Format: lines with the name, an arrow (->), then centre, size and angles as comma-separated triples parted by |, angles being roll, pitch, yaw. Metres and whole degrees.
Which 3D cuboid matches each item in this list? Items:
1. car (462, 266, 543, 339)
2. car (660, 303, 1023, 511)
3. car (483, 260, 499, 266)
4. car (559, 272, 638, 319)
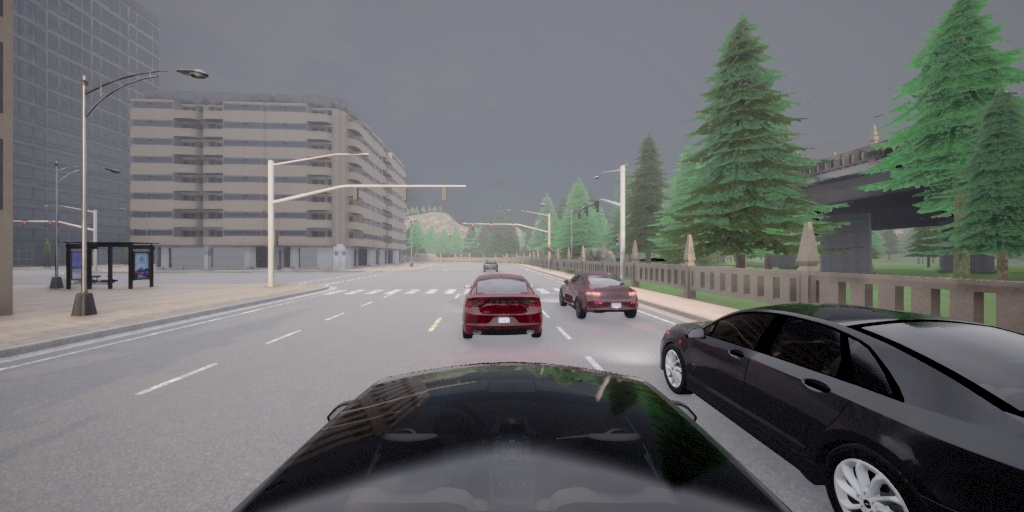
car -> -0.342, 1.228, 10.178 | 1.882, 1.535, 5.008 | 0, 0, -4
car -> 3.257, 1.255, 3.763 | 1.837, 1.490, 4.892 | 0, 0, 0
car -> -2.720, 1.242, 45.919 | 2.128, 1.511, 4.902 | 0, 0, -4
car -> 2.920, 1.276, 12.753 | 1.812, 1.442, 4.674 | 0, 0, -3
